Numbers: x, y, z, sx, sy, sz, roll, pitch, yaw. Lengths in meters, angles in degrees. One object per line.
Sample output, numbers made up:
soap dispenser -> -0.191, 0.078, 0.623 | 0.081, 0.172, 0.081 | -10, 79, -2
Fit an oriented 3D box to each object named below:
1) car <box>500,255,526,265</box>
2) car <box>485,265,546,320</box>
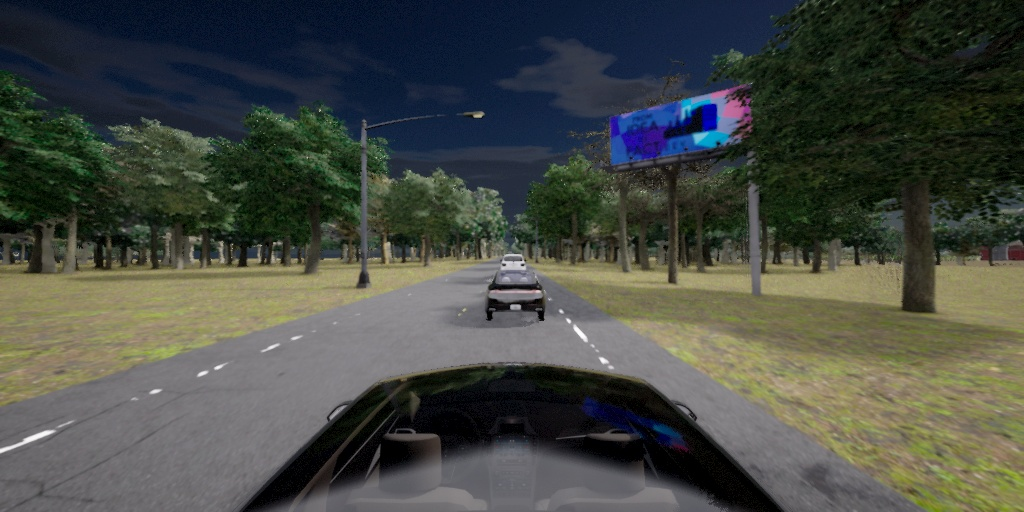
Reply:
car -> 0.114, 0.895, 32.708 | 2.150, 2.045, 5.566 | 0, 0, 0
car -> 0.105, 1.228, 12.539 | 2.128, 1.511, 4.902 | 0, 0, 0
